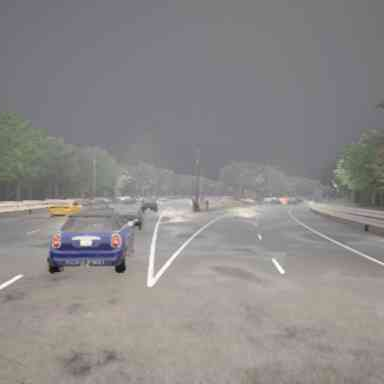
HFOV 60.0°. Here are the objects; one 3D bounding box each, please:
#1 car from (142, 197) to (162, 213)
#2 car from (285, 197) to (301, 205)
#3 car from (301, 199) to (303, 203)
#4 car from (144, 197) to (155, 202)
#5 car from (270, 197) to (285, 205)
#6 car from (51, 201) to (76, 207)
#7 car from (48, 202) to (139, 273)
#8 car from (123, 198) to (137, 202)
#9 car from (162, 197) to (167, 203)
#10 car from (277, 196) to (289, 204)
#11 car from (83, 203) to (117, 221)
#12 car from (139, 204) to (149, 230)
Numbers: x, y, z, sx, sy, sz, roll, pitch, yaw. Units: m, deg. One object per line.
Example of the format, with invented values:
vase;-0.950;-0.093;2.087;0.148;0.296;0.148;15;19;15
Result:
car;-5.127;1.742;41.196;1.837;1.490;4.892;0;0;-2
car;22.167;2.201;73.281;2.033;1.411;5.357;0;-1;24
car;26.387;2.150;82.773;1.837;1.490;4.892;0;-1;24
car;-11.267;2.030;88.689;1.994;1.385;4.181;0;0;4
car;18.637;2.166;73.955;2.128;1.511;4.902;0;-1;24
car;-11.618;1.585;31.167;1.882;1.535;5.008;0;0;-3
car;-3.071;1.398;11.075;2.097;1.767;4.553;1;0;-6
car;-12.339;1.873;66.470;2.033;1.411;5.357;0;0;2
car;-7.795;2.100;88.245;1.895;1.301;4.718;0;0;4
car;22.856;1.952;83.441;2.097;1.767;4.553;0;-1;24
car;-8.008;1.731;29.432;1.895;1.301;4.718;1;0;-3
car;-4.063;1.710;21.866;1.895;1.301;4.718;0;0;-4
